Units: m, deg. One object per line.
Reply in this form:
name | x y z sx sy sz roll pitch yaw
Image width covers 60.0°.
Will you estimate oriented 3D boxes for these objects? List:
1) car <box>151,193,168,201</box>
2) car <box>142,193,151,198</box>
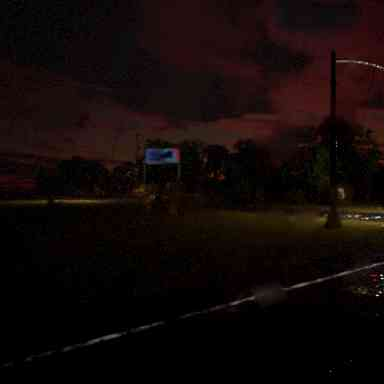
car | -5.104 1.040 61.303 2.097 1.767 4.553 0 0 -34
car | -8.569 1.032 66.392 2.097 1.767 4.553 0 0 -34
